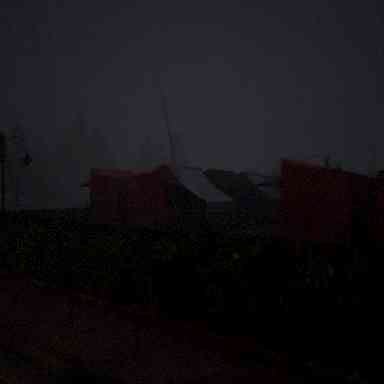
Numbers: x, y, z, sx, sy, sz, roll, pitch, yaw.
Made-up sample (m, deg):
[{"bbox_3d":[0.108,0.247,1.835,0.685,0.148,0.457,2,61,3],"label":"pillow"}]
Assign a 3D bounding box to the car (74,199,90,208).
[{"bbox_3d":[-11.510,1.419,38.744,1.994,1.385,4.181,0,0,36],"label":"car"}]
